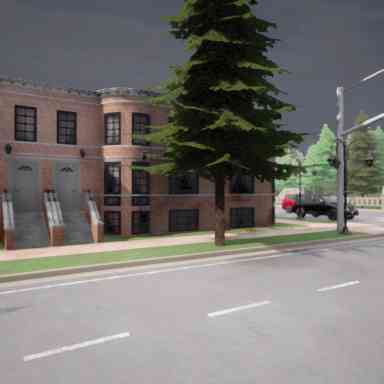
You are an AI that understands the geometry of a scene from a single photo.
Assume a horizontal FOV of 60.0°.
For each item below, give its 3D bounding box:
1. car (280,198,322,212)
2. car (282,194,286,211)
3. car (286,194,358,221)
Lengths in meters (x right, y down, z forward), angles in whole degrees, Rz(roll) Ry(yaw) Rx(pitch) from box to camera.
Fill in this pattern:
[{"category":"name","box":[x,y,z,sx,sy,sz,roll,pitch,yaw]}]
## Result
[{"category":"car","box":[12.695,1.511,39.089,1.812,1.442,4.674,0,0,-30]},{"category":"car","box":[11.598,1.209,33.556,2.150,2.045,5.566,0,0,-30]},{"category":"car","box":[10.933,1.210,27.782,2.150,2.045,5.566,0,0,-28]}]
